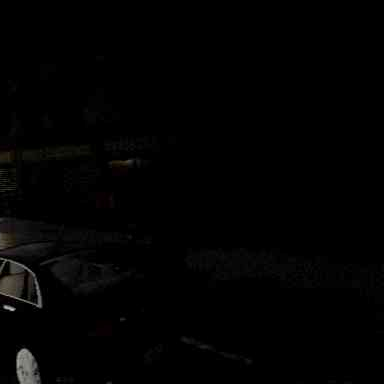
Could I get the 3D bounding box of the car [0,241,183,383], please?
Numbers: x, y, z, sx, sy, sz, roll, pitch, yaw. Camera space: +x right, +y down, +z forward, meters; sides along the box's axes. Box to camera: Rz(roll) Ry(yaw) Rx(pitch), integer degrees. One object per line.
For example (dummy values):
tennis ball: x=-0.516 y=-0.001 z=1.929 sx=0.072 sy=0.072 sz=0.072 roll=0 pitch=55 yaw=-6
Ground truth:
car: x=-2.153 y=1.374 z=4.645 sx=4.403 sy=1.369 sz=2.008 roll=1 pitch=3 yaw=36

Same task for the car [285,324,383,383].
car: x=2.313 y=1.331 z=1.393 sx=4.097 sy=1.590 sz=1.967 roll=1 pitch=3 yaw=36
